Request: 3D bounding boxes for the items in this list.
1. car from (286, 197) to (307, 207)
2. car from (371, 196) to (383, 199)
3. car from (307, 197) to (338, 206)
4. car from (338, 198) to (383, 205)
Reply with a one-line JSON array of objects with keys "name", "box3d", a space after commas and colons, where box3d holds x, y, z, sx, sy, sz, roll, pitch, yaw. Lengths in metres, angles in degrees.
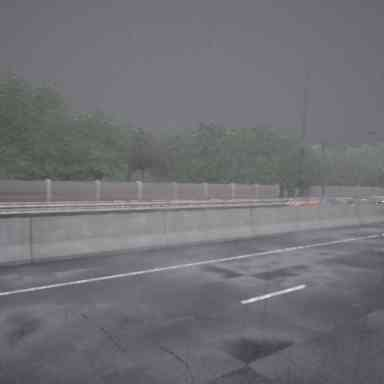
[{"name": "car", "box3d": [13.112, 1.342, 39.114, 4.553, 1.767, 2.097, 0, 0, -35]}, {"name": "car", "box3d": [30.384, 1.516, 54.842, 4.892, 1.490, 1.837, 0, 0, -38]}, {"name": "car", "box3d": [15.213, 1.485, 36.317, 4.902, 1.511, 2.128, 0, 0, -35]}, {"name": "car", "box3d": [16.929, 1.556, 33.239, 4.181, 1.385, 1.994, 0, 0, -35]}]
